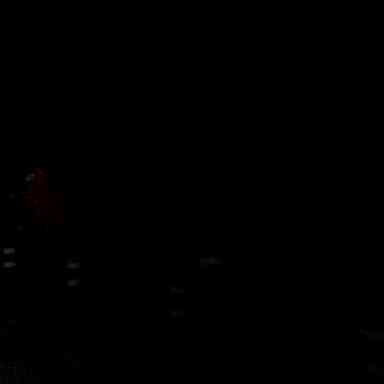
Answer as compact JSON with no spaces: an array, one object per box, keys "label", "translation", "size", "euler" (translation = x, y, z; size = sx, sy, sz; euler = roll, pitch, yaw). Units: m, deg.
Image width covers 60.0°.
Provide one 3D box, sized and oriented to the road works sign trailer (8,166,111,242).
[{"label":"road works sign trailer","translation":[-4.908,0.813,12.149],"size":[3.560,2.880,2.380],"euler":[3,-41,36]}]
